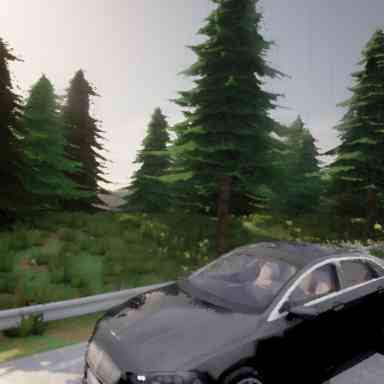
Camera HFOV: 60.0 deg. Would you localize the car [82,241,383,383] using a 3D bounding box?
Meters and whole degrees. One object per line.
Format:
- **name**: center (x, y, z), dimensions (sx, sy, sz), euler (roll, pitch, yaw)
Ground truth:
- **car**: center (1.136, 1.484, 4.389), dimensions (4.902, 1.511, 2.128), euler (0, 0, -35)
